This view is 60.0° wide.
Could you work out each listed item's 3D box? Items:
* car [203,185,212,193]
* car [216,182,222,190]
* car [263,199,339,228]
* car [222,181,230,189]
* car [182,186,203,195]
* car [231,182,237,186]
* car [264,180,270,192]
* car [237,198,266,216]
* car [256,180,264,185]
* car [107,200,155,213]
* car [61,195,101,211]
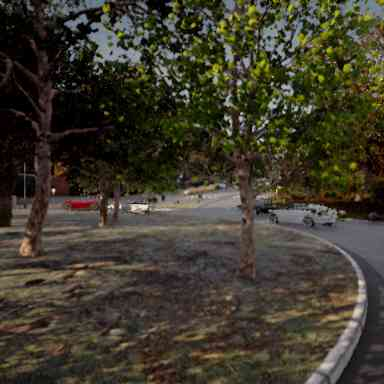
[{"bbox_3d":[2.163,-0.568,72.228,1.946,1.575,5.366,0,4,25],"label":"car"},{"bbox_3d":[4.530,-0.933,77.207,1.946,1.575,5.366,0,4,25],"label":"car"},{"bbox_3d":[6.951,1.396,21.035,1.812,1.442,4.674,-1,1,-30],"label":"car"},{"bbox_3d":[7.014,-1.564,82.426,2.435,2.045,5.566,0,4,25],"label":"car"},{"bbox_3d":[-0.212,-0.200,67.255,1.946,1.575,5.366,0,4,26],"label":"car"},{"bbox_3d":[11.750,-2.014,92.399,2.163,1.488,4.792,0,4,25],"label":"car"},{"bbox_3d":[16.196,-0.885,66.765,2.150,2.045,5.566,0,3,26],"label":"car"},{"bbox_3d":[5.851,1.338,30.569,1.837,1.490,4.892,-2,1,-20],"label":"car"},{"bbox_3d":[15.083,-1.038,72.207,2.097,1.767,4.553,0,4,26],"label":"car"},{"bbox_3d":[-6.226,1.483,33.546,4.718,1.301,1.895,0,0,18],"label":"car"},{"bbox_3d":[-12.283,1.222,37.494,4.553,1.767,2.097,-1,1,1],"label":"car"}]
